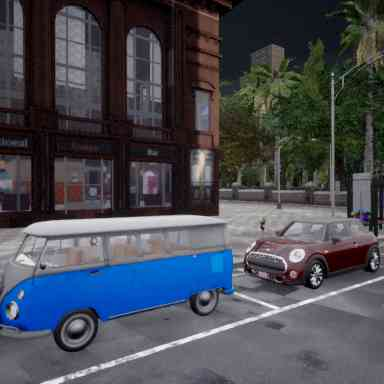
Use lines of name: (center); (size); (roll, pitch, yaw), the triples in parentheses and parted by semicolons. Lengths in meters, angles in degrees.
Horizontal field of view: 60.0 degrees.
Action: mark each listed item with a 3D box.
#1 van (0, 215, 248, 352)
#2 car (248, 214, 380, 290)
van: (-1.103, 1.341, 5.874); (3.998, 1.788, 1.690); (0, 0, -36)
car: (3.298, 1.439, 9.048); (4.097, 1.590, 1.967); (0, 0, -36)
